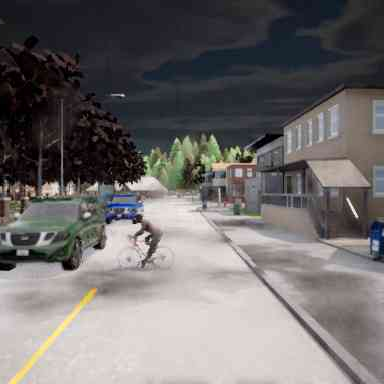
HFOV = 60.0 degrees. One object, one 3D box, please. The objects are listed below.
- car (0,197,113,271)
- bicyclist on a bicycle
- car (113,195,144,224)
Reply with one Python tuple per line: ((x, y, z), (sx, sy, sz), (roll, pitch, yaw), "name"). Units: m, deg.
((-4.448, 1.223, 11.317), (2.150, 2.045, 5.566), (0, 0, -2), "car")
((-1.341, 1.451, 9.608), (1.656, 1.620, 0.582), (-2, 0, -2), "bicyclist on a bicycle")
((-4.896, 1.223, 24.742), (2.150, 2.045, 5.566), (0, 0, -2), "car")
